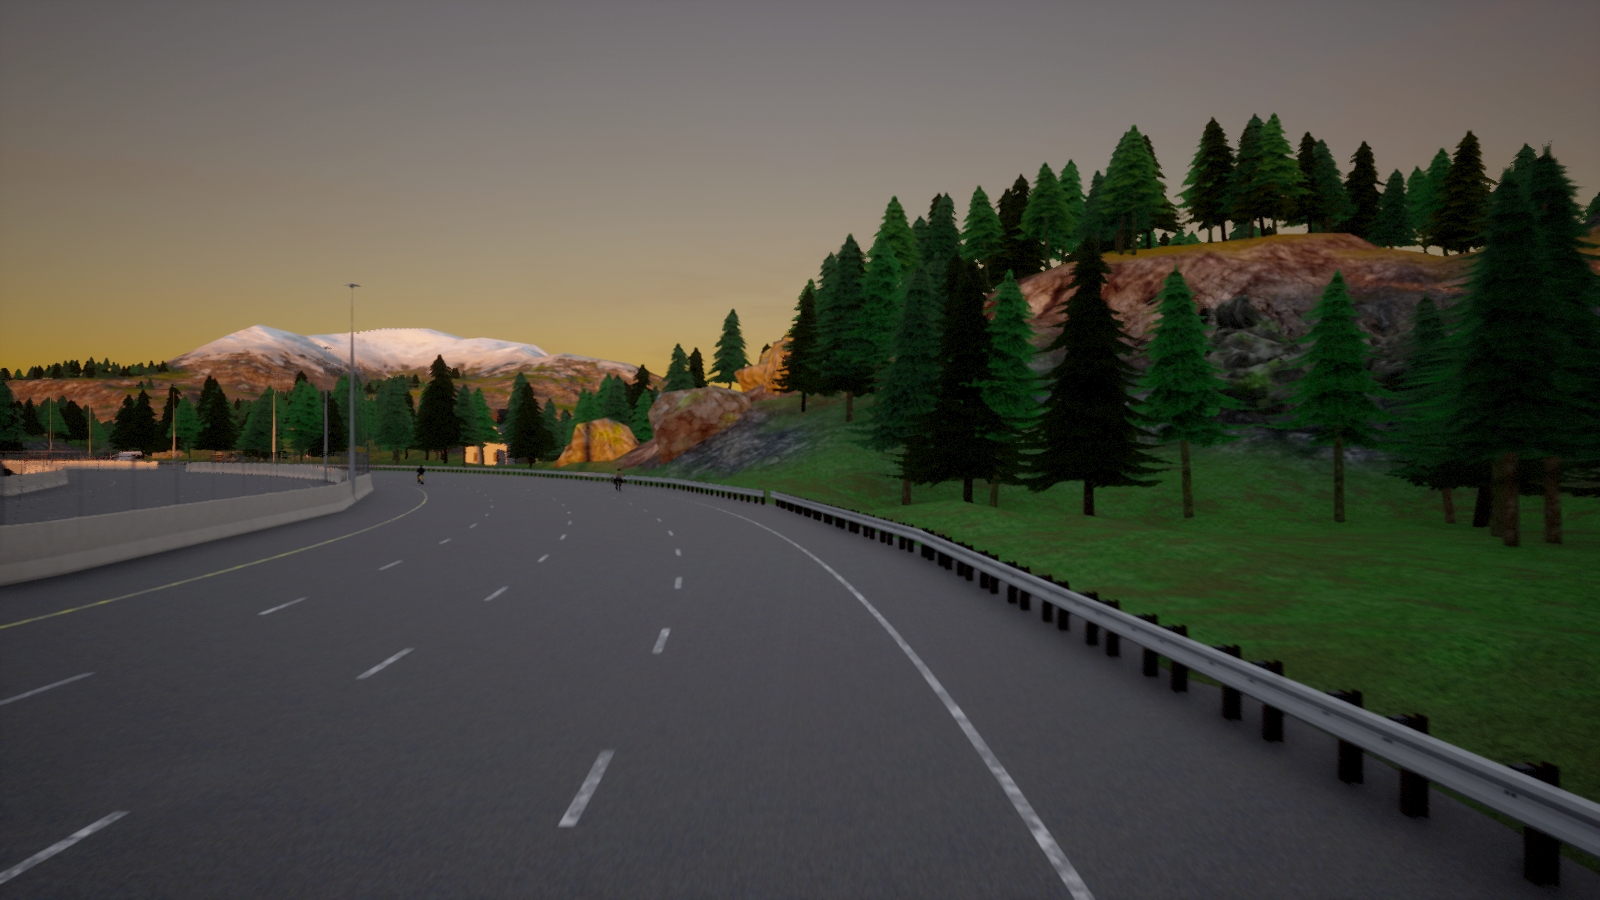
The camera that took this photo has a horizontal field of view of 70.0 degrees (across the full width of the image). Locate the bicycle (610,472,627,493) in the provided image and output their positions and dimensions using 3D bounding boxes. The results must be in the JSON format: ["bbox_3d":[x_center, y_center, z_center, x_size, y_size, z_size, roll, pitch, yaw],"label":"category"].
[{"bbox_3d":[-12.023,2.151,75.644,0.859,1.295,1.487,0,0,-19],"label":"bicycle"}]
